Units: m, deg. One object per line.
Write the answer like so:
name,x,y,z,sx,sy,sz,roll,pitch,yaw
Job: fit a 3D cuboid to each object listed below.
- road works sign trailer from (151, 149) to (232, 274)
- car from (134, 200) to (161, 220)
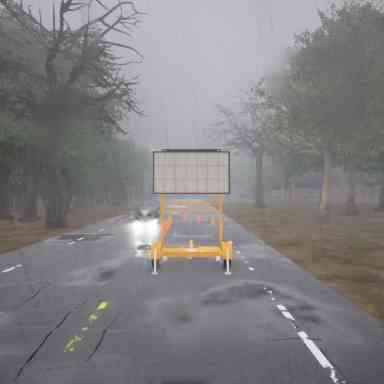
road works sign trailer,-0.017,0.458,10.486,2.380,3.560,2.880,0,0,0
car,-3.650,1.450,28.232,2.128,1.511,4.902,0,0,0
